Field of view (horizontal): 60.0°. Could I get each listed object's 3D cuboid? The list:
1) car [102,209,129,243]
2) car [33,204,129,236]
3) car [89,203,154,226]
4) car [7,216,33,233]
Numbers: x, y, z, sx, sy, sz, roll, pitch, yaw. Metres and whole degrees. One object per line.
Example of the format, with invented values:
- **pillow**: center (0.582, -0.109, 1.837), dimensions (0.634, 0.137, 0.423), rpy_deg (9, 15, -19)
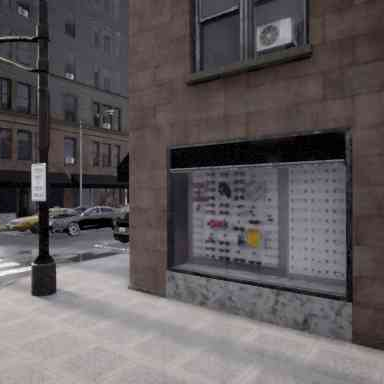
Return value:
- **car**: center (-1.622, 1.561, 15.182), dimensions (1.947, 1.339, 4.313), rpy_deg (0, 0, 35)
- **car**: center (-5.868, 1.511, 18.694), dimensions (2.128, 1.511, 4.902), rpy_deg (0, 0, 36)
- **car**: center (-5.008, 1.585, 24.256), dimensions (2.008, 1.369, 4.403), rpy_deg (0, 0, 35)
- **car**: center (-8.250, 1.555, 19.711), dimensions (1.752, 1.417, 4.829), rpy_deg (0, 0, 35)
